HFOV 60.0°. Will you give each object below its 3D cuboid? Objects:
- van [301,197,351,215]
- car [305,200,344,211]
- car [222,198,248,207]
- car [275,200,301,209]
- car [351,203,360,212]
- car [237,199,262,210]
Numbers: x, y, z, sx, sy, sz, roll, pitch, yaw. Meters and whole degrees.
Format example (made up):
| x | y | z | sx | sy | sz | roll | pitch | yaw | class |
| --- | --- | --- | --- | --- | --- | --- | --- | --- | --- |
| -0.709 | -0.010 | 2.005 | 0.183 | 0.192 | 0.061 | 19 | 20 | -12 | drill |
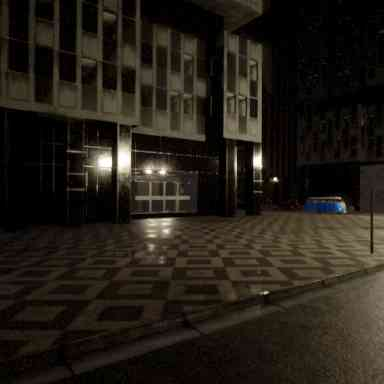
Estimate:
| x | y | z | sx | sy | sz | roll | pitch | yaw | class |
| --- | --- | --- | --- | --- | --- | --- | --- | --- | --- |
| 13.687 | 1.411 | 34.137 | 1.690 | 1.788 | 3.998 | 0 | 0 | -36 | van |
| 17.329 | 1.732 | 43.697 | 2.008 | 1.369 | 4.403 | 0 | 0 | -36 | car |
| 7.370 | 1.823 | 57.617 | 1.752 | 1.417 | 4.829 | 0 | 0 | -36 | car |
| 14.042 | 1.802 | 48.291 | 1.802 | 1.307 | 4.206 | 0 | 0 | -36 | car |
| 20.616 | 1.707 | 39.102 | 1.947 | 1.339 | 4.313 | 0 | 0 | -36 | car |
| 7.114 | 1.693 | 43.324 | 1.887 | 1.381 | 4.507 | 0 | 0 | -36 | car |
